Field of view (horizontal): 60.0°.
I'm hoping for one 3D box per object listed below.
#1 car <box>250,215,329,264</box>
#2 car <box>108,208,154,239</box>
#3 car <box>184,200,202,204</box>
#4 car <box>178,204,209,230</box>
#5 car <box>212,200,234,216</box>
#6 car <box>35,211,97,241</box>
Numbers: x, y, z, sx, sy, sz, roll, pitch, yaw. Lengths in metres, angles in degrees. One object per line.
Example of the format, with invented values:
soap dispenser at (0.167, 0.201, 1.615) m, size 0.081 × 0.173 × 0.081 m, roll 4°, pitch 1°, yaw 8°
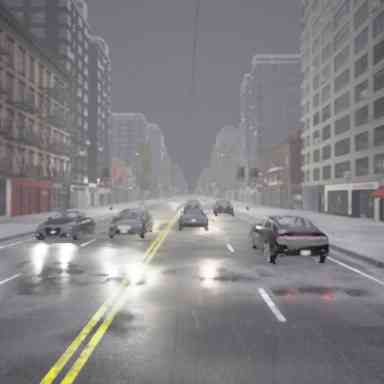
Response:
car at (3.352, 1.603, 12.234) m, size 2.128 × 1.511 × 4.902 m, roll 0°, pitch 0°, yaw 0°
car at (-3.258, 1.655, 18.484) m, size 2.128 × 1.511 × 4.902 m, roll 0°, pitch -1°, yaw 0°
car at (0.108, 1.699, 39.672) m, size 2.097 × 1.767 × 4.553 m, roll 0°, pitch -1°, yaw 0°
car at (0.099, 1.765, 22.713) m, size 1.994 × 1.385 × 4.181 m, roll 0°, pitch 0°, yaw 0°
car at (3.365, 1.677, 36.862) m, size 2.097 × 1.767 × 4.553 m, roll 0°, pitch -1°, yaw 0°
car at (-6.521, 1.717, 17.596) m, size 1.994 × 1.385 × 4.181 m, roll 0°, pitch -1°, yaw 0°
